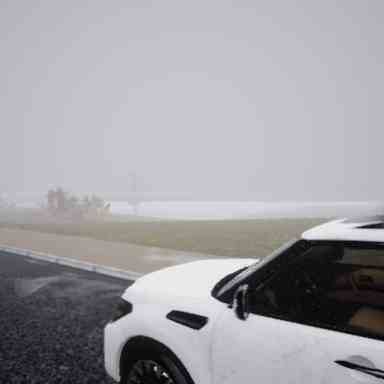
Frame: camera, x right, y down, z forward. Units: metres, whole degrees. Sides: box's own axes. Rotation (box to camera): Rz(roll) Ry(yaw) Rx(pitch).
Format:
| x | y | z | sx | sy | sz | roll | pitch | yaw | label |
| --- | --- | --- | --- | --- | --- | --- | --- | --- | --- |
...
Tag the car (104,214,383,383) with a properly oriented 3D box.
| x | y | z | sx | sy | sz | roll | pitch | yaw | label |
| --- | --- | --- | --- | --- | --- | --- | --- | --- | --- |
| 1.680 | 1.173 | 2.611 | 5.566 | 2.045 | 2.150 | -1 | 0 | 38 | car |
